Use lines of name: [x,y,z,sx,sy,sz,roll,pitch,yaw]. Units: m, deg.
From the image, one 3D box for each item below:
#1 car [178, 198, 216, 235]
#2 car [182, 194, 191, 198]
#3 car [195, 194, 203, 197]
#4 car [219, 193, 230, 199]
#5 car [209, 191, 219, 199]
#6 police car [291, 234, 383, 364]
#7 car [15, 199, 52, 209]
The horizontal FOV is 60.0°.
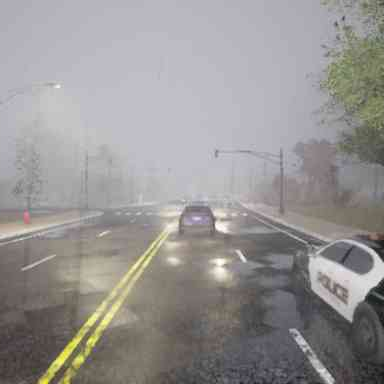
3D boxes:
car: [0.298,1.385,18.657,2.033,1.649,4.856,0,0,1]
car: [-1.425,1.224,84.995,1.994,1.385,4.181,0,0,7]
car: [1.799,1.153,84.560,1.882,1.535,5.008,0,0,7]
car: [8.967,1.244,89.574,1.895,1.301,4.718,0,0,7]
car: [5.737,1.197,89.932,1.994,1.385,4.181,0,0,7]
police car: [3.266,1.498,5.932,2.038,1.542,4.974,0,0,0]
car: [-22.320,1.682,46.792,4.718,1.301,1.895,0,0,10]
